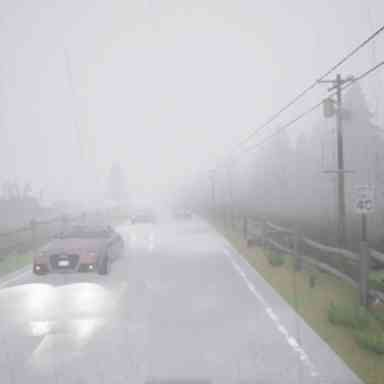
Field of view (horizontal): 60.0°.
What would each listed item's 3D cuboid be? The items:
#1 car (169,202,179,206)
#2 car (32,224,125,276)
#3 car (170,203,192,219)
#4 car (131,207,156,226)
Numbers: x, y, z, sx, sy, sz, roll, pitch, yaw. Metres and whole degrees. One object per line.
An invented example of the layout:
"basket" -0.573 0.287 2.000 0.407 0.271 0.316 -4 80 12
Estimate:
"car" -2.129 2.219 46.297 1.837 1.490 4.892 0 0 -6
"car" -3.481 1.755 10.935 1.994 1.385 4.181 0 -1 -1
"car" -1.106 2.142 35.385 1.895 1.301 4.718 0 -1 -4
"car" -3.985 1.976 27.973 1.812 1.442 4.674 0 -1 -3
